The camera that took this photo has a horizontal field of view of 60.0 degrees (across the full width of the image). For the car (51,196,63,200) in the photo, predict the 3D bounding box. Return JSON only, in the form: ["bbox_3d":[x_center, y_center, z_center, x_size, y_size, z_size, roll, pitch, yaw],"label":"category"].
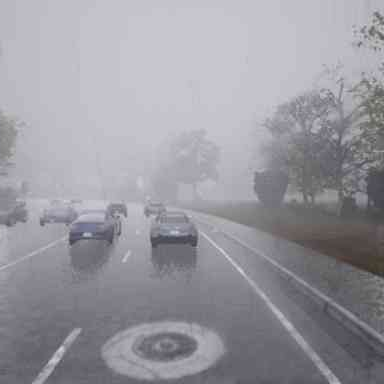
[{"bbox_3d":[-24.984,1.535,61.454,1.882,1.535,5.008,0,0,-26],"label":"car"}]

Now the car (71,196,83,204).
[{"bbox_3d":[-21.813,1.538,62.912,1.882,1.535,5.008,0,0,-25],"label":"car"}]

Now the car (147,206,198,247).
[{"bbox_3d":[-0.895,1.577,15.195,1.994,1.385,4.181,0,0,-6],"label":"car"}]

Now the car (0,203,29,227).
[{"bbox_3d":[-12.715,1.527,22.742,2.128,1.511,4.902,0,0,-10],"label":"car"}]

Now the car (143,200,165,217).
[{"bbox_3d":[-3.643,1.522,32.024,2.128,1.511,4.902,0,0,-12],"label":"car"}]

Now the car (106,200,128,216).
[{"bbox_3d":[-7.305,1.539,32.378,1.837,1.490,4.892,0,0,-13],"label":"car"}]

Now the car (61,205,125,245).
[{"bbox_3d":[-4.425,1.545,15.608,1.812,1.442,4.674,0,0,-6],"label":"car"}]

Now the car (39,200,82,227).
[{"bbox_3d":[-9.284,1.557,23.479,1.812,1.442,4.674,0,0,-10],"label":"car"}]
